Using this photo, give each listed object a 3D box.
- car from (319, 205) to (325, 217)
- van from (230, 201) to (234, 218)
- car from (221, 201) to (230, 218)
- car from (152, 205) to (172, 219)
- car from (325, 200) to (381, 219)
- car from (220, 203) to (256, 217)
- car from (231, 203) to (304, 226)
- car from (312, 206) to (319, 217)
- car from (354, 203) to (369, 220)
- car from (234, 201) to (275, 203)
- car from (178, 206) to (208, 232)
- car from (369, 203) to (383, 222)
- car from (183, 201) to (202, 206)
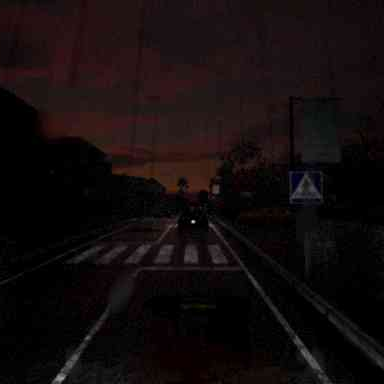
[{"bbox_3d":[18.416,2.337,39.879,4.892,1.521,2.231,0,-2,-1],"label":"car"},{"bbox_3d":[6.343,1.838,32.432,4.442,1.987,1.878,0,-2,0],"label":"van"},{"bbox_3d":[6.198,2.030,38.620,5.566,2.045,2.435,0,-2,-1],"label":"car"},{"bbox_3d":[-3.414,2.328,38.470,1.837,1.490,4.892,0,-3,0],"label":"car"},{"bbox_3d":[18.429,1.975,37.098,5.566,2.045,2.435,0,-2,-1],"label":"car"},{"bbox_3d":[6.125,2.399,44.564,4.553,1.767,2.185,0,-2,-1],"label":"car"},{"bbox_3d":[6.090,1.881,26.471,5.366,1.575,1.946,0,-2,0],"label":"car"},{"bbox_3d":[18.360,2.194,42.556,5.566,2.045,2.435,0,-2,-1],"label":"car"},{"bbox_3d":[18.689,2.029,31.378,5.366,1.575,1.946,0,-2,0],"label":"car"},{"bbox_3d":[6.282,1.840,29.392,4.553,1.767,2.185,0,-2,0],"label":"car"},{"bbox_3d":[0.074,1.874,22.661,1.994,1.385,4.181,0,-1,0],"label":"car"},{"bbox_3d":[18.710,1.948,28.718,5.366,1.575,1.946,0,-2,0],"label":"car"},{"bbox_3d":[0.028,2.159,41.107,2.150,2.045,5.566,0,-3,0],"label":"car"}]
